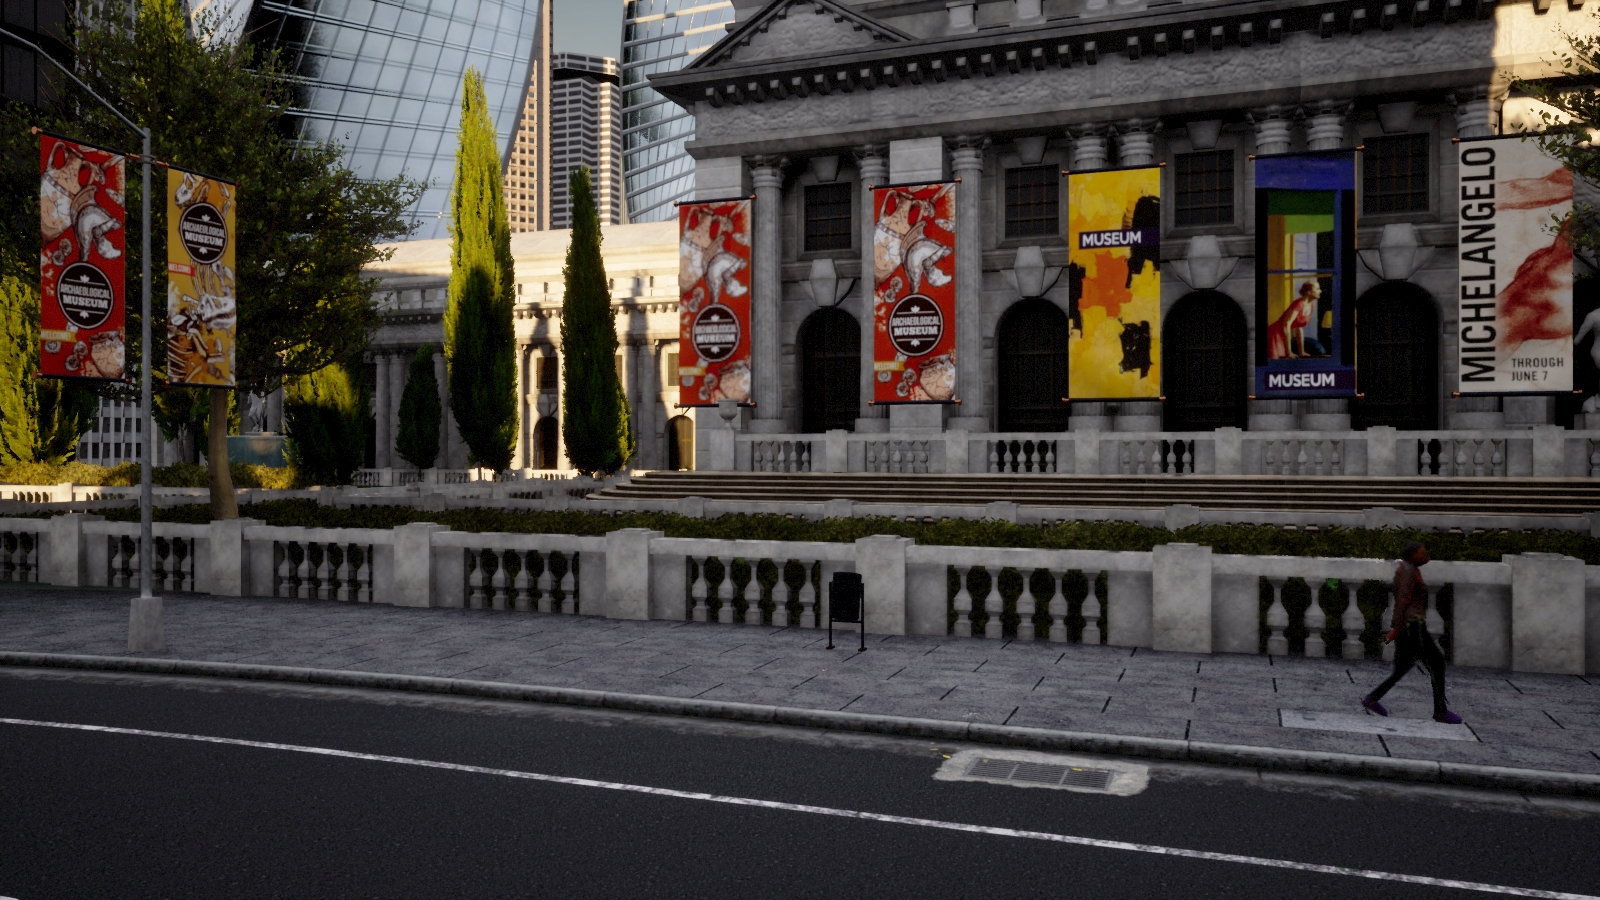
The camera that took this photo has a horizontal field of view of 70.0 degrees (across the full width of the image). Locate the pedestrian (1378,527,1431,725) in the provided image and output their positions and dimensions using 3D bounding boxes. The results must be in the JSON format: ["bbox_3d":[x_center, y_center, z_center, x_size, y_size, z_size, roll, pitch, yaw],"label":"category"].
[{"bbox_3d":[5.881,1.696,11.127,0.375,1.860,0.375,0,0,14],"label":"pedestrian"}]
